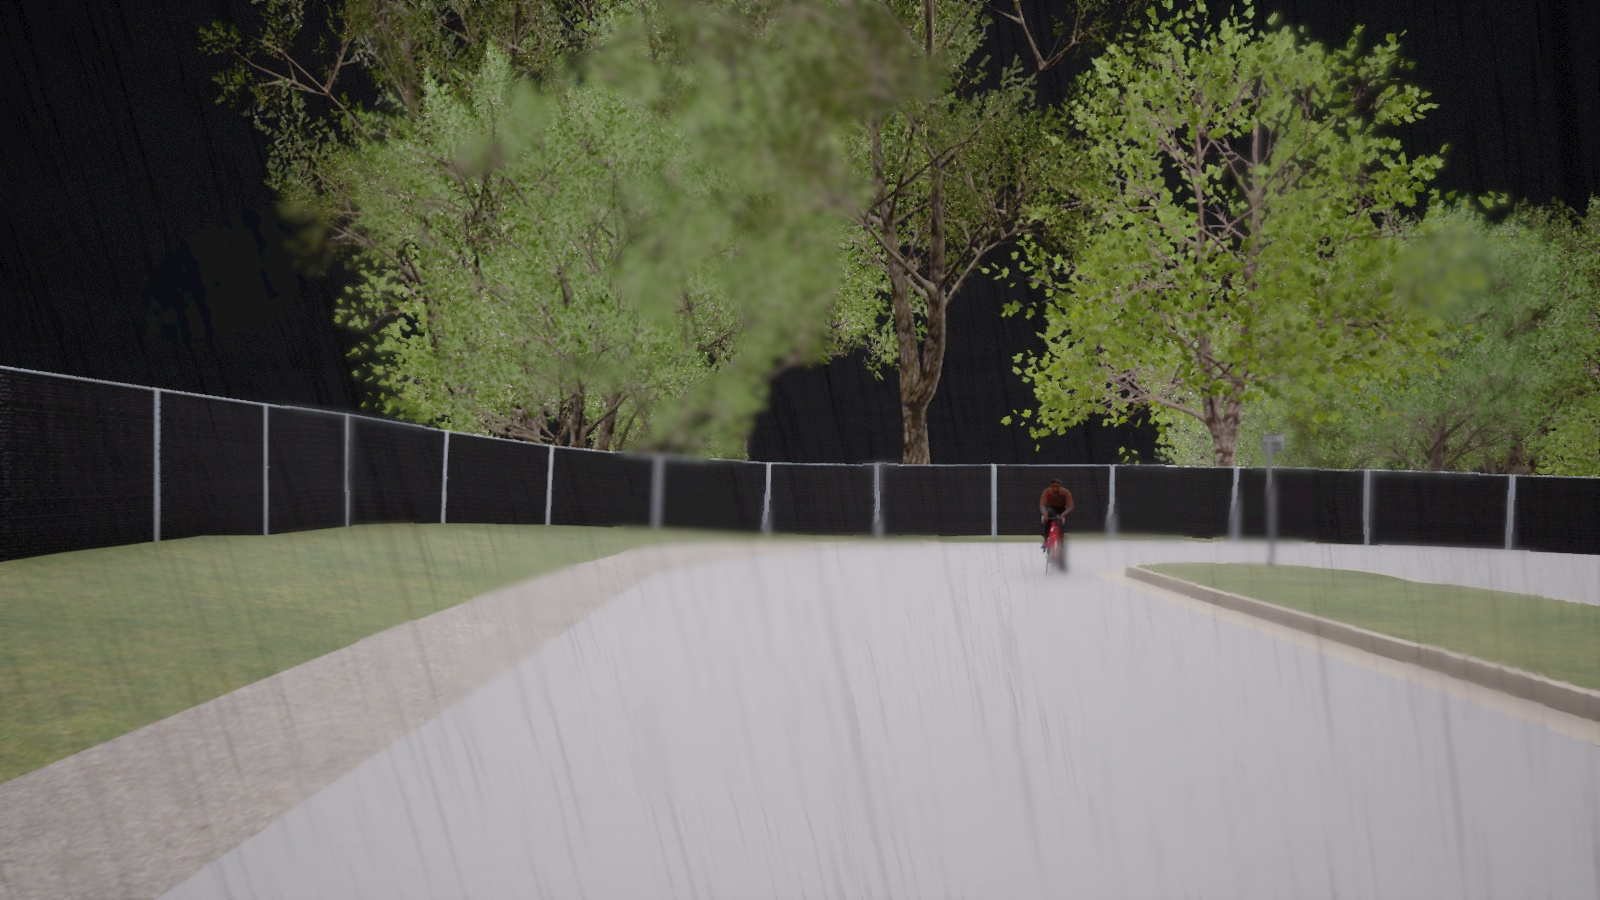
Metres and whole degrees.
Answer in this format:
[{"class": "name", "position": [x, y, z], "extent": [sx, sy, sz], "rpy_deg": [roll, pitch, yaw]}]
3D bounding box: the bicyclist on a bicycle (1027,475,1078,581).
[{"class": "bicyclist on a bicycle", "position": [4.104, 1.226, 20.328], "extent": [0.582, 1.620, 1.656], "rpy_deg": [1, -1, 18]}]
